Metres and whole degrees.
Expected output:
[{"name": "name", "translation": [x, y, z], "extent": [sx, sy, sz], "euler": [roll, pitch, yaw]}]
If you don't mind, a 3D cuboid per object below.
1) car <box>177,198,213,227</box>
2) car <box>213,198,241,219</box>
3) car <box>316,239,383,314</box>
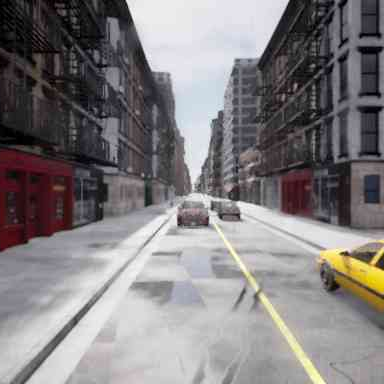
[{"name": "car", "translation": [0.089, 1.349, 22.451], "extent": [2.097, 1.767, 4.553], "euler": [0, 0, 0]}, {"name": "car", "translation": [3.159, 1.555, 29.245], "extent": [2.033, 1.411, 5.357], "euler": [0, 0, 1]}, {"name": "car", "translation": [3.917, 1.472, 6.011], "extent": [1.801, 1.575, 5.366], "euler": [0, 0, 0]}]
